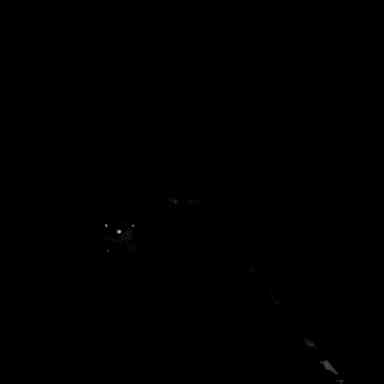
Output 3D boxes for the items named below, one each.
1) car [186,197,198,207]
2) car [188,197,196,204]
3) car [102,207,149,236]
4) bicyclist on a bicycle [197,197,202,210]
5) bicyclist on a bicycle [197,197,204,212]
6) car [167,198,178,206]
[{"bbox_3d":[0.074,1.750,56.530,1.837,1.490,4.892,0,0,0],"label":"car"},{"bbox_3d":[-0.001,1.931,74.368,1.882,1.535,5.008,0,-1,0],"label":"car"},{"bbox_3d":[-3.602,1.589,19.098,2.033,1.411,5.357,0,0,0],"label":"car"},{"bbox_3d":[0.962,1.526,44.302,0.659,1.776,1.843,0,0,0],"label":"bicyclist on a bicycle"},{"bbox_3d":[0.962,1.484,35.922,0.659,1.776,1.843,0,0,0],"label":"bicyclist on a bicycle"},{"bbox_3d":[-3.535,1.769,61.412,1.882,1.535,5.008,0,-1,1],"label":"car"}]
